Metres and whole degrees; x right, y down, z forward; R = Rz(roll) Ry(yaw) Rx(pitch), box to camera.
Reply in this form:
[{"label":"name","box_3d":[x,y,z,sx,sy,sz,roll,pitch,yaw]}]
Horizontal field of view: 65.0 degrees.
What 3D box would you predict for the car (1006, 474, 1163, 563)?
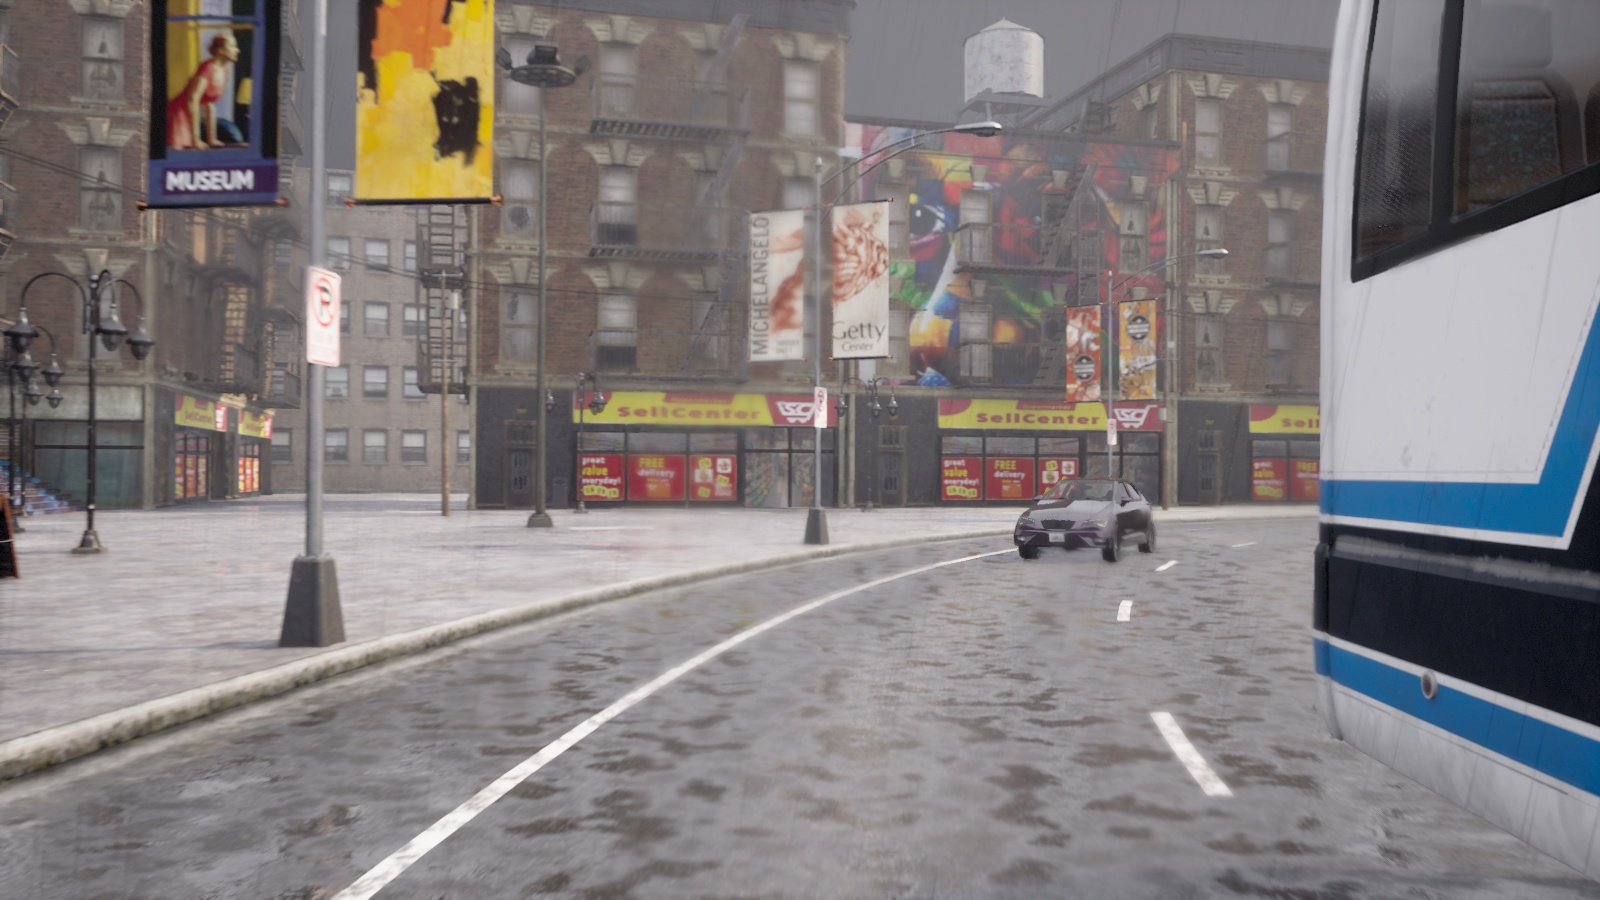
[{"label":"car","box_3d":[5.386,1.202,23.381,1.816,1.474,4.193,-1,-1,28]}]
